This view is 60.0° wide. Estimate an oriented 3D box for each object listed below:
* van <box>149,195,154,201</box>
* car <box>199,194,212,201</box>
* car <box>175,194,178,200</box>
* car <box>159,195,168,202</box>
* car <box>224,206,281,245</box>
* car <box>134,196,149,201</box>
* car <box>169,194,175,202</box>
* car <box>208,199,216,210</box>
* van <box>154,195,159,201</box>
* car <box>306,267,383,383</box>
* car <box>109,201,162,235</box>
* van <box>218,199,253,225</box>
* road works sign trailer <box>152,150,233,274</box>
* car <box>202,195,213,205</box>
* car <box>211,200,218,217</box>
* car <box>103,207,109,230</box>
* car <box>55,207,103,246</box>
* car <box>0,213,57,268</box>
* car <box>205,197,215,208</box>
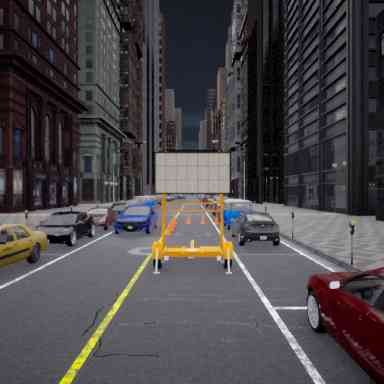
[{"bbox_3d":[-5.688,1.360,37.719,1.690,1.788,3.998,0,0,0],"label":"van"},{"bbox_3d":[2.882,1.360,60.261,2.192,1.841,5.009,0,0,0],"label":"car"},{"bbox_3d":[-5.585,1.658,88.447,1.947,1.339,4.313,0,0,0],"label":"car"},{"bbox_3d":[-5.654,1.353,54.628,2.192,1.841,5.009,0,0,0],"label":"car"},{"bbox_3d":[2.791,1.554,15.172,2.008,1.369,4.403,0,0,0],"label":"car"},{"bbox_3d":[-5.700,1.454,32.082,1.967,1.590,4.097,0,0,0],"label":"car"},{"bbox_3d":[-5.608,1.616,77.174,1.887,1.381,4.507,0,0,0],"label":"car"},{"bbox_3d":[2.826,1.596,32.081,1.802,1.307,4.206,0,0,0],"label":"car"},{"bbox_3d":[-5.677,1.366,43.355,1.690,1.788,3.998,0,0,0],"label":"van"},{"bbox_3d":[2.769,1.545,3.899,1.887,1.381,4.507,0,0,0],"label":"car"},{"bbox_3d":[-3.062,1.482,19.000,1.882,1.535,5.008,0,0,0],"label":"car"},{"bbox_3d":[2.802,1.347,20.808,1.690,1.788,3.998,0,0,0],"label":"van"},{"bbox_3d":[0.021,0.466,10.562,2.380,3.560,2.880,0,0,0],"label":"road works sign trailer"},{"bbox_3d":[2.860,1.576,48.989,1.887,1.381,4.507,0,0,0],"label":"car"},{"bbox_3d":[2.814,1.560,26.444,2.008,1.369,4.403,0,0,0],"label":"car"},{"bbox_3d":[-5.722,1.588,20.809,1.802,1.307,4.206,0,0,0],"label":"car"},{"bbox_3d":[-5.734,1.569,15.172,1.947,1.339,4.313,0,0,0],"label":"car"},{"bbox_3d":[-5.745,1.527,9.365,1.752,1.417,4.829,0,0,0],"label":"car"},{"bbox_3d":[2.837,1.570,37.717,2.008,1.369,4.403,0,0,0],"label":"car"}]
